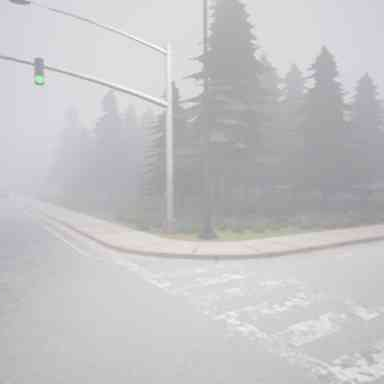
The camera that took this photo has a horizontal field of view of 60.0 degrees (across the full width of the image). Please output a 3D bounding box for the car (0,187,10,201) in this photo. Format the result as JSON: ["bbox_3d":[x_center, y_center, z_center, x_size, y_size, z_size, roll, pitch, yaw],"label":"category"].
[{"bbox_3d":[-28.785,0.335,50.165,2.150,2.045,5.566,-1,2,-29],"label":"car"}]
